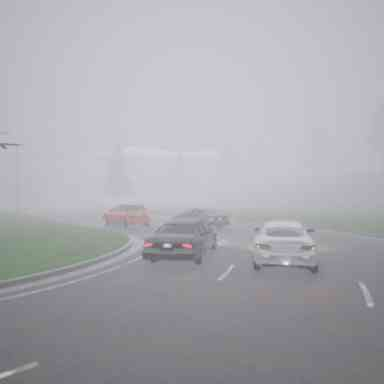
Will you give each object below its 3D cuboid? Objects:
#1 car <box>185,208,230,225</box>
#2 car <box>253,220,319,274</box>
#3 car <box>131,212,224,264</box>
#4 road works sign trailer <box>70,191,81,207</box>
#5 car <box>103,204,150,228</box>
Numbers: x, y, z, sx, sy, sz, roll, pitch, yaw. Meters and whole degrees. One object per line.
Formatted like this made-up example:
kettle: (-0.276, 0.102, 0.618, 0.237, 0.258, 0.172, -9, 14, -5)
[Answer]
car: (0.544, 1.826, 23.785, 2.033, 1.411, 5.357, 0, -1, -31)
car: (3.038, 1.631, 10.965, 1.812, 1.442, 4.674, -1, -1, 14)
car: (-0.237, 1.702, 12.560, 2.033, 1.411, 5.357, -1, -1, 12)
road works sign trailer: (-26.918, 1.615, 76.733, 2.380, 3.560, 2.880, 0, -1, -24)
car: (-5.046, 1.698, 25.223, 2.097, 1.767, 4.553, 0, -1, -37)
